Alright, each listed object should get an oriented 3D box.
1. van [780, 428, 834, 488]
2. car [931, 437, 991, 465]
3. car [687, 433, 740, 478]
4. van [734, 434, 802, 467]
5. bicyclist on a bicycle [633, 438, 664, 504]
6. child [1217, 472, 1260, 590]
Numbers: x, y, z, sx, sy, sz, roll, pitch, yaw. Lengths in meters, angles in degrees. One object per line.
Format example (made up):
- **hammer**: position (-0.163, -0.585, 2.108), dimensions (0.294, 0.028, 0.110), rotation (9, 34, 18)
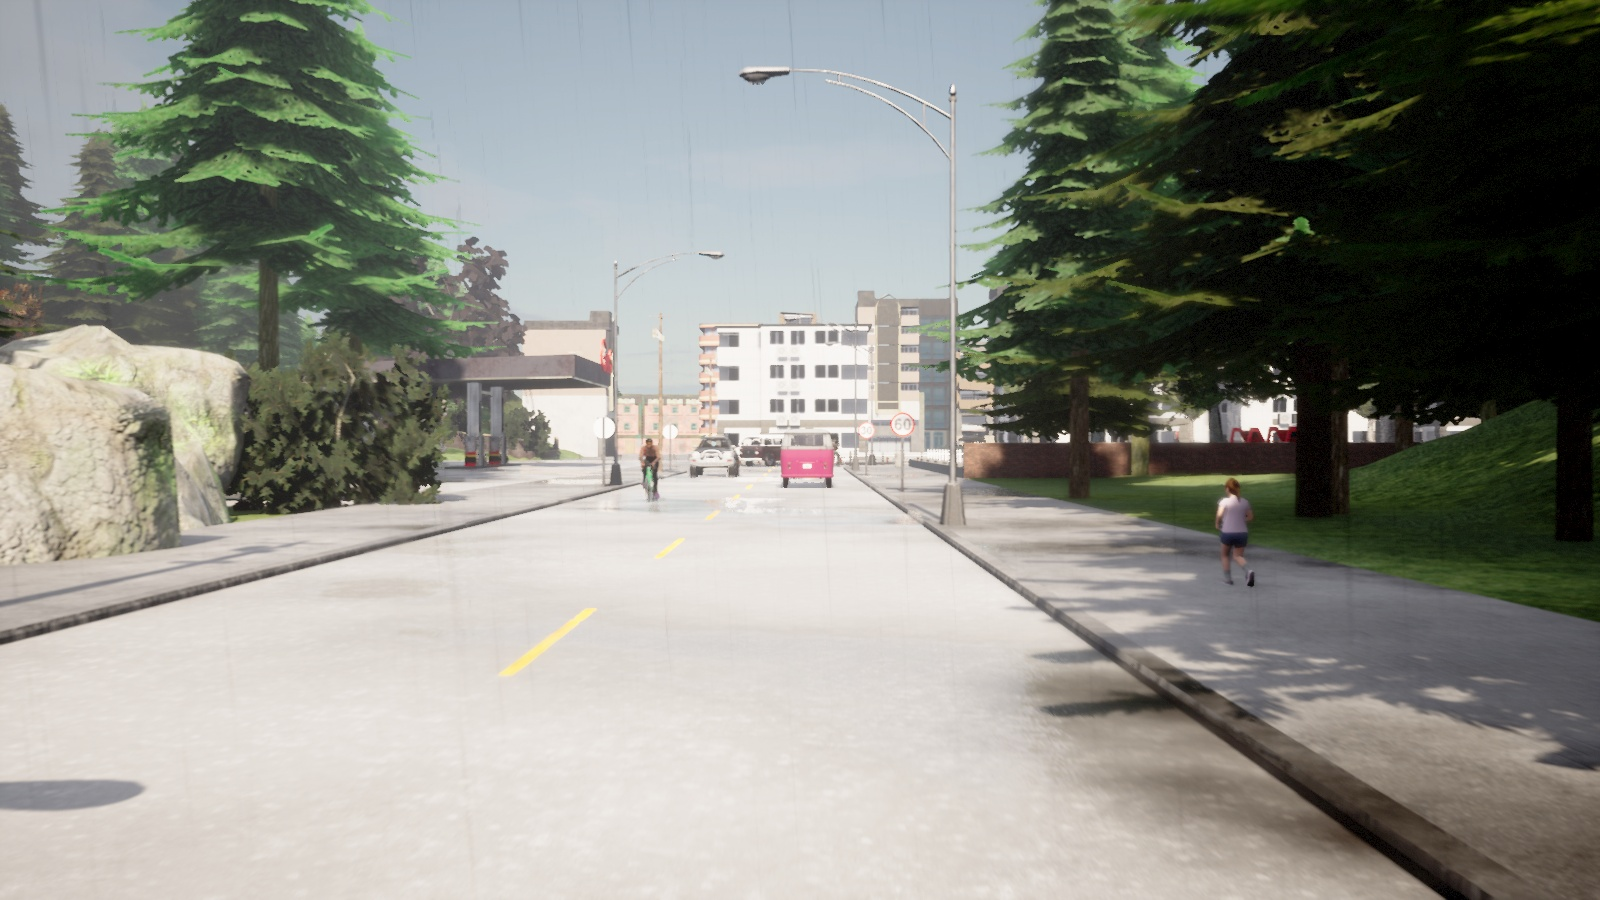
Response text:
- **van**: position (0.246, 0.253, 43.547), dimensions (1.775, 1.987, 4.442), rotation (0, 0, 0)
- **car**: position (10.935, 0.070, 85.399), dimensions (3.866, 1.878, 1.905), rotation (0, 0, 0)
- **car**: position (-3.707, 0.256, 54.529), dimensions (1.932, 1.855, 4.605), rotation (0, 0, 0)
- **van**: position (-1.997, 0.025, 78.941), dimensions (2.069, 2.038, 4.480), rotation (0, 0, 33)
- **bicyclist on a bicycle**: position (-3.807, 0.518, 31.666), dimensions (0.582, 1.620, 1.656), rotation (0, 1, 0)
- **child**: position (4.239, 0.771, 12.148), dimensions (0.255, 1.110, 0.394), rotation (0, 0, -4)
